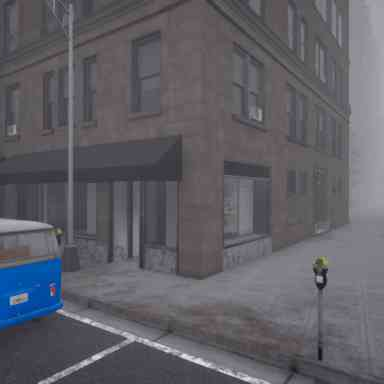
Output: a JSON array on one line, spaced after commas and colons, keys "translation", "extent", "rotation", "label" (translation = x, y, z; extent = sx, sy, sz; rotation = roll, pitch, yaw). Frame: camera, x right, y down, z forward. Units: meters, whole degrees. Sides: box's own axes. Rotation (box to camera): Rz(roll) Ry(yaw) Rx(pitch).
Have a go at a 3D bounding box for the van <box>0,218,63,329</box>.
[{"translation": [-4.055, 1.340, 5.973], "extent": [3.998, 1.788, 1.690], "rotation": [0, 0, 36], "label": "van"}]
